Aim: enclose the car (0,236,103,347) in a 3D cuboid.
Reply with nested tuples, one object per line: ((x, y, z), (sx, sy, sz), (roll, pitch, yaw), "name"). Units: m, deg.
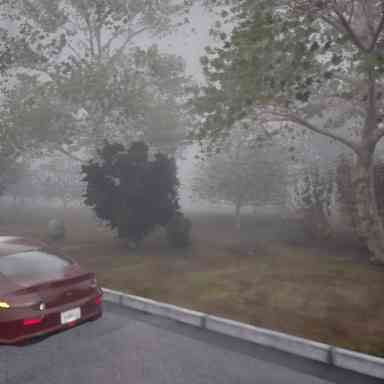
((-3.535, 1.521, 5.899), (4.674, 1.442, 1.812), (0, 0, 35), "car")
